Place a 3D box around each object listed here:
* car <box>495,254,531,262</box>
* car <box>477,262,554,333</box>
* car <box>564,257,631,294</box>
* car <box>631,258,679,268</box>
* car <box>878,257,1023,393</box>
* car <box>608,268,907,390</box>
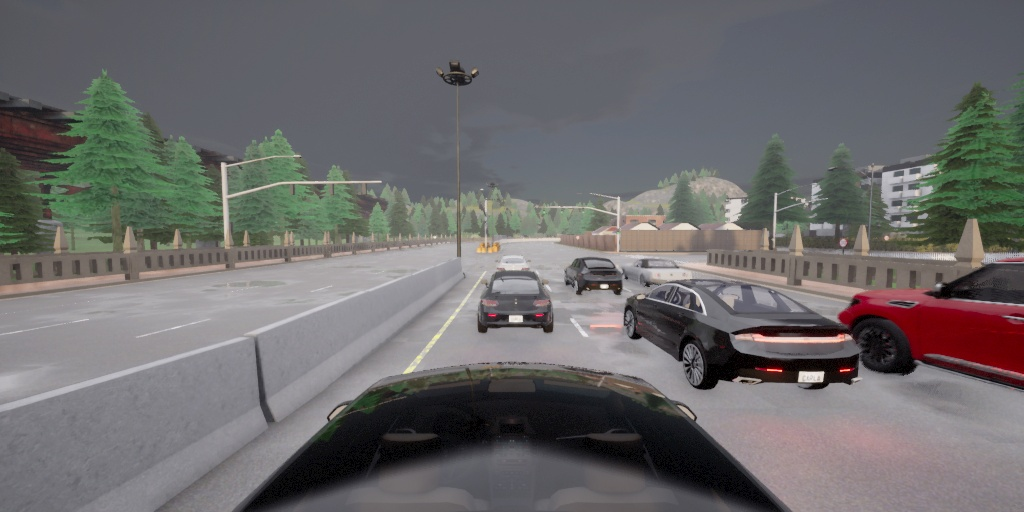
[{"bbox_3d":[0.060,0.635,19.301,1.812,1.442,4.674,0,3,0],"label":"car"},{"bbox_3d":[0.081,1.113,10.081,1.812,1.442,4.674,0,2,0],"label":"car"},{"bbox_3d":[3.568,0.784,16.293,1.837,1.490,4.892,0,3,0],"label":"car"},{"bbox_3d":[7.063,0.775,18.198,1.895,1.301,4.718,0,3,0],"label":"car"},{"bbox_3d":[7.087,0.956,4.186,2.150,2.045,5.566,0,1,0],"label":"car"},{"bbox_3d":[3.586,1.179,6.714,2.128,1.511,4.902,0,1,0],"label":"car"}]
